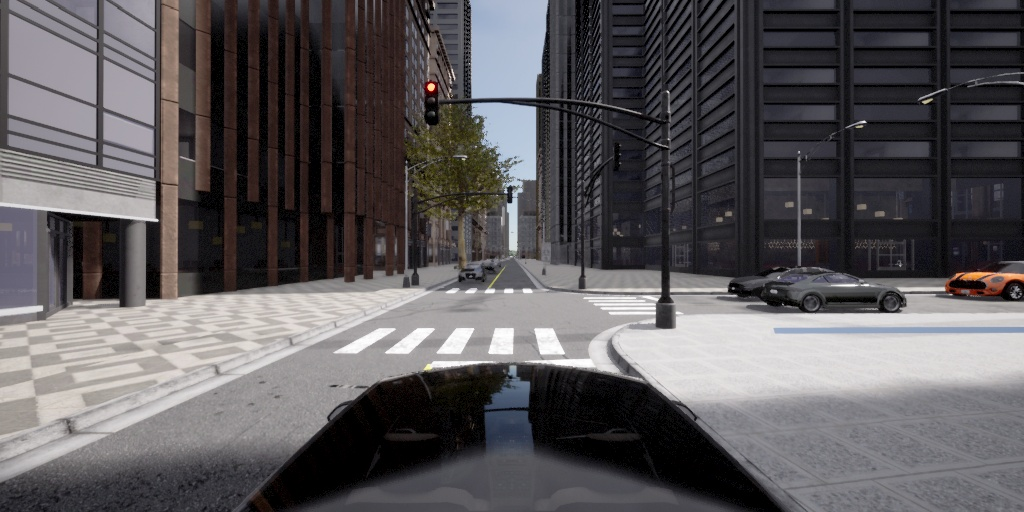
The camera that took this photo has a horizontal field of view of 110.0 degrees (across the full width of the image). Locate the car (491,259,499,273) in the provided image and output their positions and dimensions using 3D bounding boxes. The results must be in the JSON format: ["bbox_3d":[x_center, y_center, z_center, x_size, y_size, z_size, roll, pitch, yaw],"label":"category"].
[{"bbox_3d":[-2.971,1.367,43.624,1.895,1.301,4.718,0,0,0],"label":"car"}]

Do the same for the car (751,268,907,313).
[{"bbox_3d":[11.558,1.256,13.077,4.181,1.385,1.994,0,0,0],"label":"car"}]

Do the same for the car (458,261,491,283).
[{"bbox_3d":[-3.021,1.316,28.177,1.994,1.385,4.181,0,0,0],"label":"car"}]

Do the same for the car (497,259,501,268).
[{"bbox_3d":[-2.821,1.309,62.553,2.128,1.511,4.902,0,0,0],"label":"car"}]

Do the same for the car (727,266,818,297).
[{"bbox_3d":[12.415,1.206,16.177,4.892,1.490,1.837,0,0,0],"label":"car"}]

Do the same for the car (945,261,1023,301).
[{"bbox_3d":[22.698,1.015,16.171,4.553,1.767,2.097,0,0,0],"label":"car"}]
